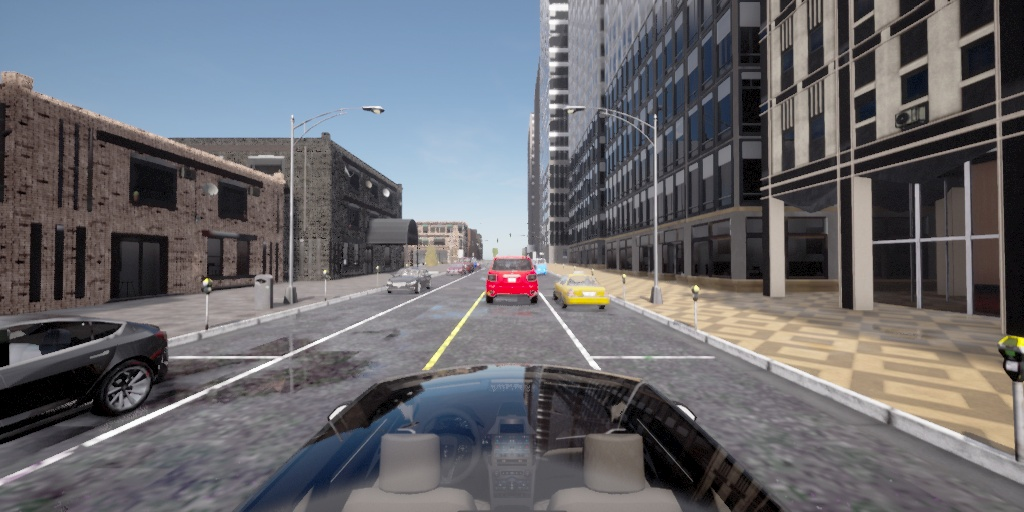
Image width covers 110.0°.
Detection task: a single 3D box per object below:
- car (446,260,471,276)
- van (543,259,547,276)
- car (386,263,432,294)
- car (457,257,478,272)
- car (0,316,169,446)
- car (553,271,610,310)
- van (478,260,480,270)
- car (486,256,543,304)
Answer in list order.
[{"bbox_3d":[-5.690,1.342,37.138,1.802,1.307,4.207,0,0,0],"label":"car"},{"bbox_3d":[2.658,1.101,37.083,1.690,1.789,3.998,0,0,0],"label":"van"},{"bbox_3d":[-5.690,1.304,20.206,2.007,1.370,4.403,0,0,0],"label":"car"},{"bbox_3d":[-5.689,1.077,42.782,2.192,1.841,5.009,0,0,0],"label":"car"},{"bbox_3d":[-5.690,1.314,3.273,1.948,1.339,4.313,0,0,0],"label":"car"},{"bbox_3d":[2.658,1.278,14.677,1.751,1.417,4.829,0,0,0],"label":"car"},{"bbox_3d":[-5.690,1.106,48.426,1.690,1.789,3.998,0,0,0],"label":"van"},{"bbox_3d":[0.000,1.012,16.534,2.150,2.045,5.566,0,0,0],"label":"car"}]
